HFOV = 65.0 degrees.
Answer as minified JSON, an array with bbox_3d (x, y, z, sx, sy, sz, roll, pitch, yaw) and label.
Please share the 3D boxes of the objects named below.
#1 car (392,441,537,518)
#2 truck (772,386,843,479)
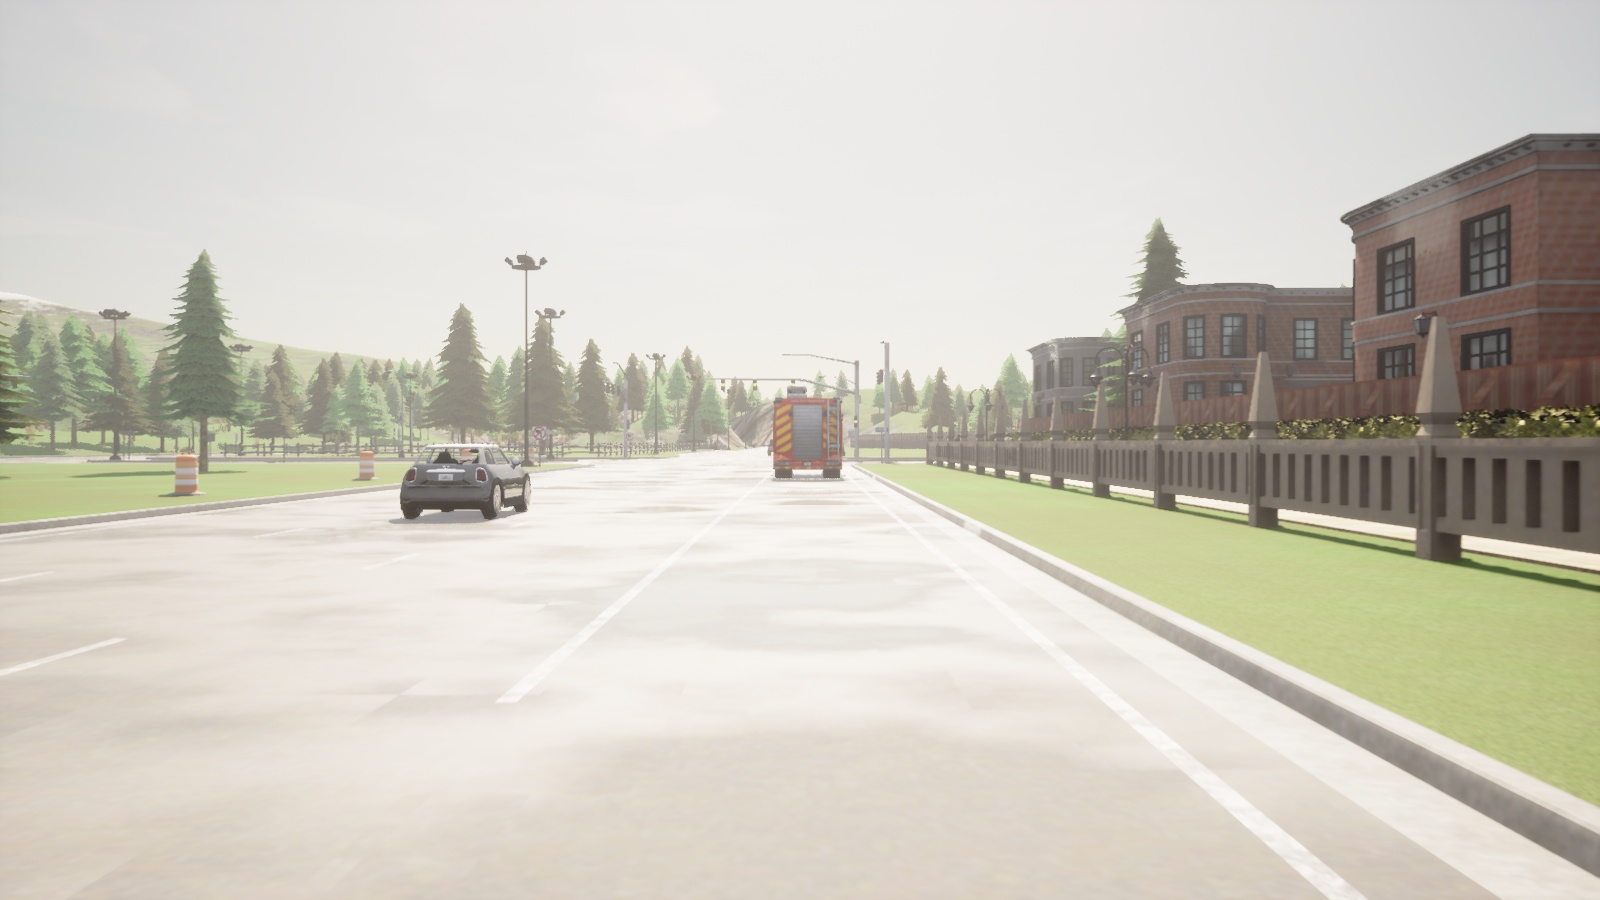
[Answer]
[{"bbox_3d":[-6.837,0.554,26.028,1.970,1.475,3.806,0,0,0],"label":"car"},{"bbox_3d":[0.333,-0.744,55.625,2.891,3.827,8.468,0,0,0],"label":"truck"}]
